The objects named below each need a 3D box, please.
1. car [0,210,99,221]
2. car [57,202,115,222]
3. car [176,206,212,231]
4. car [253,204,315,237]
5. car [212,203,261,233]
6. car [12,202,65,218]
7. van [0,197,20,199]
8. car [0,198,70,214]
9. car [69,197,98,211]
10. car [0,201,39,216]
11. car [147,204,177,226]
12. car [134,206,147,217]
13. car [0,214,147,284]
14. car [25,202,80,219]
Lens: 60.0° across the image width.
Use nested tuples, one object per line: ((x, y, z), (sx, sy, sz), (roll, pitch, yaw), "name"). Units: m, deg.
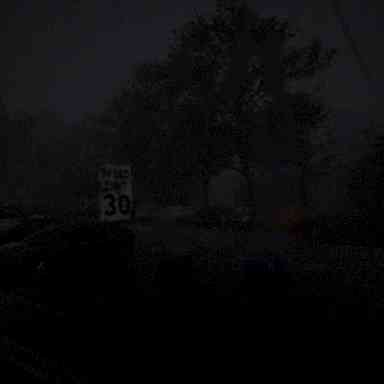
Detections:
((-6.230, 1.698, 12.378), (2.097, 1.535, 5.008), (0, 0, 36), "car")
((-9.803, 1.790, 31.060), (2.163, 1.488, 4.792), (0, 0, 36), "car")
((1.419, 1.721, 22.945), (2.163, 1.488, 4.792), (0, 0, 36), "car")
((5.823, 1.665, 19.791), (2.097, 1.535, 5.008), (0, 0, 36), "car")
((3.598, 1.553, 21.444), (2.185, 1.767, 4.553), (0, 0, 36), "car")
((-16.499, 1.850, 35.973), (2.163, 1.488, 4.792), (-1, 0, 36), "car")
((-18.812, 1.626, 37.475), (1.878, 1.987, 4.442), (-1, 0, 36), "van")
((-8.467, 1.460, 14.024), (2.435, 2.045, 5.566), (0, 0, 36), "car")
((-7.527, 1.495, 29.485), (2.435, 2.045, 5.566), (0, 0, 36), "car")
((-21.000, 1.887, 39.198), (2.097, 1.535, 5.008), (-1, -1, 36), "car")
((-0.810, 1.746, 24.590), (2.002, 1.452, 4.674), (0, 0, 36), "car")
((-3.162, 1.716, 26.065), (1.946, 1.575, 5.366), (0, 0, 36), "car")
((-4.000, 1.714, 10.723), (2.163, 1.488, 4.792), (0, 0, 36), "car")
((-14.360, 1.826, 34.426), (2.163, 1.488, 4.792), (0, 0, 36), "car")
